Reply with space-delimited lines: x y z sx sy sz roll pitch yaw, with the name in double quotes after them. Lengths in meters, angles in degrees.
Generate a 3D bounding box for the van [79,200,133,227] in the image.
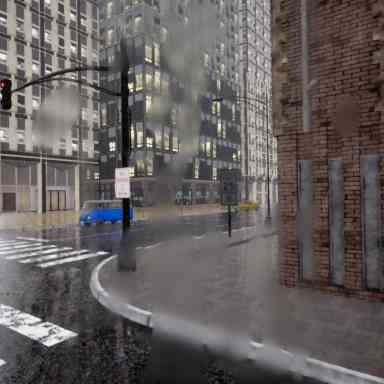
-5.987 1.460 23.470 1.690 1.788 3.998 -2 -1 36 "van"

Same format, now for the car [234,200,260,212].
6.848 1.689 41.378 1.752 1.417 4.829 -2 -1 36 "car"
